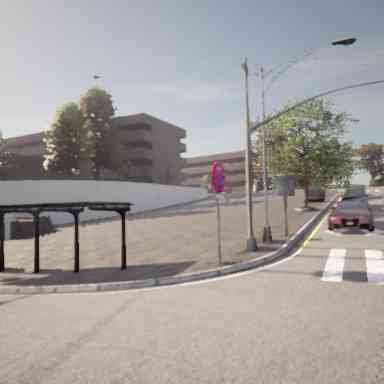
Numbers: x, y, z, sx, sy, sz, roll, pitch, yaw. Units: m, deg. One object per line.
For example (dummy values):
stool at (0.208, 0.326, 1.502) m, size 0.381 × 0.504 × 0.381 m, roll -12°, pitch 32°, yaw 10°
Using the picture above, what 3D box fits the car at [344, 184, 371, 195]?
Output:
car at (12.723, 0.511, 25.873) m, size 2.128 × 1.511 × 4.902 m, roll -3°, pitch 2°, yaw 27°

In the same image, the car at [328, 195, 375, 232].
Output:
car at (8.178, 1.136, 16.996) m, size 1.994 × 1.385 × 4.181 m, roll -3°, pitch 2°, yaw 29°
